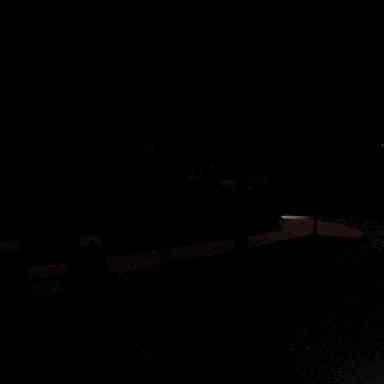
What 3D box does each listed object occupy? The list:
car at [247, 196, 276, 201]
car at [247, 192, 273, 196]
[{"bbox_3d":[4.895,1.348,29.594,4.892,1.490,1.837,0,0,42],"label":"car"},{"bbox_3d":[5.798,1.064,33.762,5.566,2.045,2.150,0,0,42],"label":"car"}]
